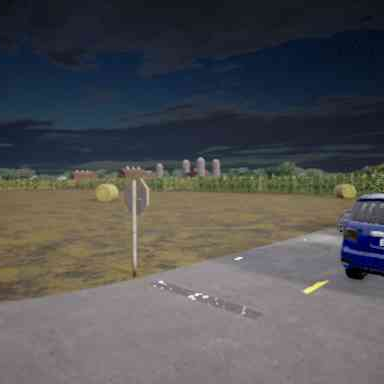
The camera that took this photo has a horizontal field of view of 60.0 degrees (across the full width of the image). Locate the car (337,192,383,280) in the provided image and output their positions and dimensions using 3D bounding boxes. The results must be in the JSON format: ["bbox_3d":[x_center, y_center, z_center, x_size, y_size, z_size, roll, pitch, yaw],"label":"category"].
[{"bbox_3d":[5.621,1.033,8.371,2.150,2.045,5.566,2,2,43],"label":"car"}]

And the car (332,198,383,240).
[{"bbox_3d":[8.458,1.118,15.613,1.837,1.490,4.892,2,2,43],"label":"car"}]
